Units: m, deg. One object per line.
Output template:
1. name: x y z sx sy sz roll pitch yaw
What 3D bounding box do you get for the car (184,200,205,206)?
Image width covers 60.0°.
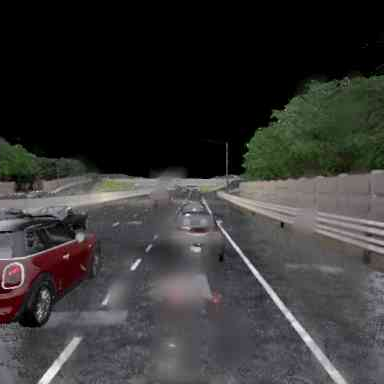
1. car: 0.221 1.446 30.765 1.994 1.385 4.181 0 1 0

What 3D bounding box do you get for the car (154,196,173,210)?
1. car: -3.316 1.241 39.035 1.882 1.535 5.008 0 1 1

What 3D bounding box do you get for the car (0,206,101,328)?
1. car: -3.489 1.344 7.124 2.097 1.767 4.553 0 0 0

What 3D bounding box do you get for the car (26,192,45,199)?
1. car: -31.013 0.707 65.944 2.128 1.511 4.902 0 1 1

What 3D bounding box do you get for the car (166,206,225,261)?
1. car: 0.126 1.479 12.176 2.128 1.511 4.902 0 0 0

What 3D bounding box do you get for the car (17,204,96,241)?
1. car: -6.854 1.469 17.536 2.128 1.511 4.902 0 0 0
